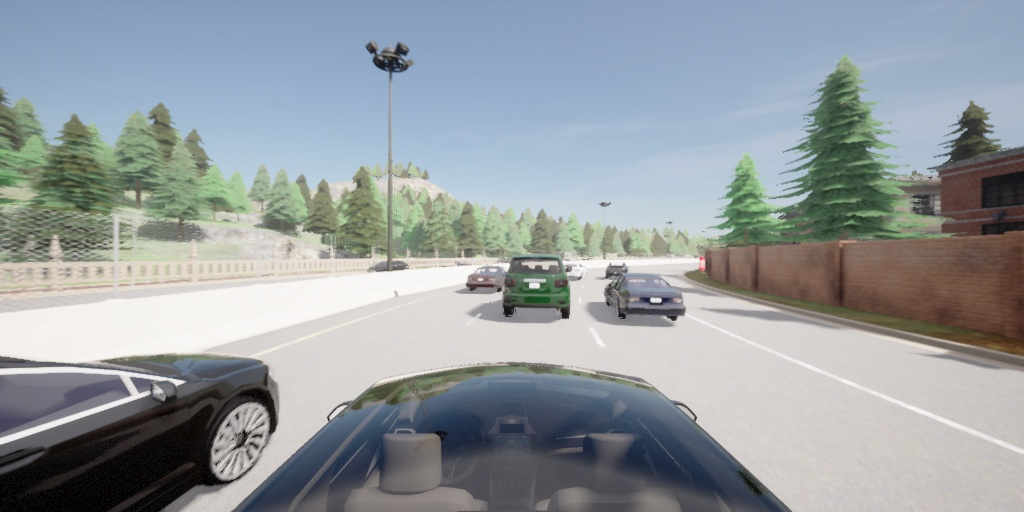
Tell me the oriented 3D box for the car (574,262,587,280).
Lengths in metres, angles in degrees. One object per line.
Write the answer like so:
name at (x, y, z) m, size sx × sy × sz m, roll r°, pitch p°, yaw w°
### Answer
car at (5.319, 1.271, 30.971) m, size 1.812 × 1.442 × 4.674 m, roll 0°, pitch 0°, yaw 19°

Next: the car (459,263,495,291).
car at (-1.115, 1.273, 21.236) m, size 2.033 × 1.411 × 5.357 m, roll 0°, pitch 0°, yaw 12°

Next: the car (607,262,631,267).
car at (9.663, 1.254, 32.625) m, size 2.128 × 1.511 × 4.902 m, roll 0°, pitch 0°, yaw 21°

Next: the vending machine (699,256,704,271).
vending machine at (25.191, 1.013, 47.373) m, size 1.100 × 2.100 × 0.880 m, roll 0°, pitch 0°, yaw 35°

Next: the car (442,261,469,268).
car at (-6.045, 1.286, 41.011) m, size 1.895 × 1.301 × 4.718 m, roll 0°, pitch 0°, yaw 23°

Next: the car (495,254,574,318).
car at (1.020, 0.965, 13.201) m, size 2.150 × 2.045 × 5.566 m, roll 0°, pitch 0°, yaw 8°

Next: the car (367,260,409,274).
car at (-11.962, 1.170, 34.917) m, size 1.837 × 1.490 × 4.892 m, roll 0°, pitch 0°, yaw 18°

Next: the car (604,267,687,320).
car at (4.456, 1.306, 12.725) m, size 2.033 × 1.411 × 5.357 m, roll 0°, pitch 0°, yaw 8°

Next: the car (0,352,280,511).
car at (-3.284, 1.227, 1.702) m, size 2.128 × 1.511 × 4.902 m, roll 0°, pitch 0°, yaw 0°
